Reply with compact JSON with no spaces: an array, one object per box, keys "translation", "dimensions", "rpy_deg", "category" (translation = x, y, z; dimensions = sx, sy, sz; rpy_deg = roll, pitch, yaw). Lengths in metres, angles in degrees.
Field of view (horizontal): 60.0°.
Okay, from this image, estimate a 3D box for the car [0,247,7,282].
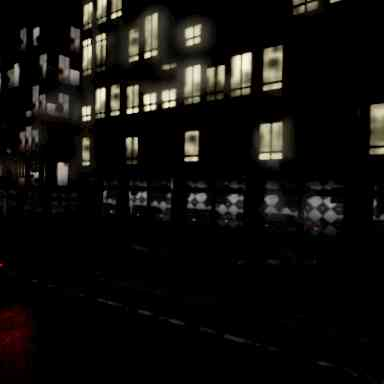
[{"translation":[-6.368,1.522,8.226],"dimensions":[4.674,1.442,1.812],"rpy_deg":[0,0,36],"category":"car"}]
